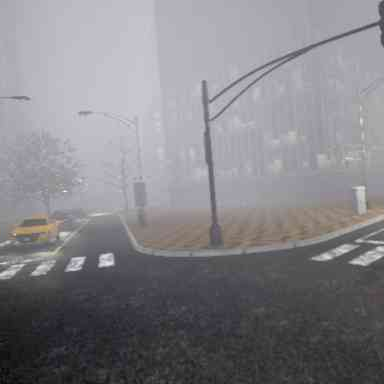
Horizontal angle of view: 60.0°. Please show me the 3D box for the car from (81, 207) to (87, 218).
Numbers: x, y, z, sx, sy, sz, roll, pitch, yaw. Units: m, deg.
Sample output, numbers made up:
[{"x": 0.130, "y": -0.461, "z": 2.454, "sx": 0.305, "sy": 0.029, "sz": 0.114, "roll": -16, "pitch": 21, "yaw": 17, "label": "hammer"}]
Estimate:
[{"x": -14.358, "y": 2.652, "z": 41.782, "sx": 1.994, "sy": 1.385, "sz": 4.181, "roll": -5, "pitch": 0, "yaw": -13, "label": "car"}]

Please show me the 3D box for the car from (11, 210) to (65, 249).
[{"x": -8.909, "y": 2.160, "z": 19.209, "sx": 1.882, "sy": 1.535, "sz": 5.008, "roll": -5, "pitch": 0, "yaw": -14, "label": "car"}]

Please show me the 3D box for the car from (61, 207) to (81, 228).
[{"x": -11.296, "y": 2.350, "z": 29.061, "sx": 2.128, "sy": 1.511, "sz": 4.902, "roll": -5, "pitch": 0, "yaw": -14, "label": "car"}]
